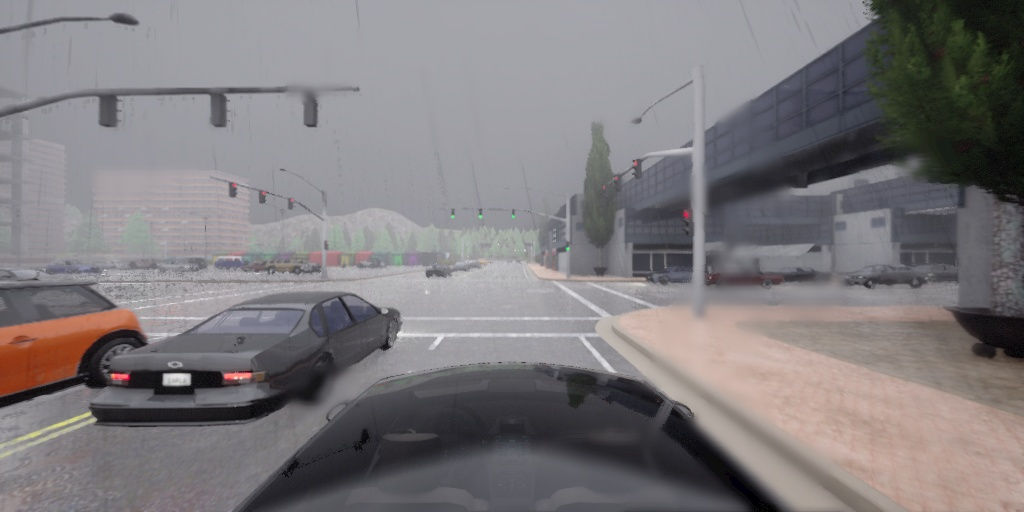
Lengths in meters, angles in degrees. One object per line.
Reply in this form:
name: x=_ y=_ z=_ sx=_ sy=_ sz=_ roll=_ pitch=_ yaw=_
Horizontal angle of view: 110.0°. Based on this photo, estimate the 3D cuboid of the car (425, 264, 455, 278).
car: x=-7.263 y=1.515 z=35.774 sx=1.895 sy=1.301 sz=4.718 roll=0 pitch=0 yaw=0

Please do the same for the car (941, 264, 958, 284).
car: x=31.330 y=1.376 z=26.852 sx=4.892 sy=1.490 sz=1.837 roll=0 pitch=0 yaw=0

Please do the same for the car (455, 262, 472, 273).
car: x=-7.031 y=1.505 z=49.395 sx=1.812 sy=1.442 sz=4.674 roll=0 pitch=0 yaw=2

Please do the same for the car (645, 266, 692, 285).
car: x=12.279 y=1.436 z=26.934 sx=4.181 sy=1.385 sz=1.994 roll=0 pitch=0 yaw=0

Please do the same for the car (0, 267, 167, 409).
car: x=-7.013 y=1.112 z=3.878 sx=2.097 sy=1.767 sz=4.553 roll=0 pitch=0 yaw=0

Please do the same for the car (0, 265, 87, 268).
car: x=-26.028 y=1.359 z=18.962 sx=4.674 sy=1.442 sz=1.812 roll=0 pitch=0 yaw=0

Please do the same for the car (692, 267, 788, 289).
car: x=14.767 y=1.456 z=23.424 sx=4.718 sy=1.301 sz=1.895 roll=0 pitch=0 yaw=0

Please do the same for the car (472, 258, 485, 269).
car: x=-6.562 y=1.597 z=63.945 sx=2.033 sy=1.411 sz=5.357 roll=0 pitch=0 yaw=2

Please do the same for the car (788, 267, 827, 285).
car: x=21.040 y=1.472 z=26.900 sx=4.718 sy=1.301 sz=1.895 roll=0 pitch=0 yaw=0

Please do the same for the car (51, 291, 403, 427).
car: x=-3.481 y=1.319 z=6.177 sx=2.033 sy=1.411 sz=5.357 roll=0 pitch=0 yaw=-1

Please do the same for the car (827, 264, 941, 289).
car: x=24.097 y=1.346 z=23.386 sx=4.902 sy=1.511 sz=2.128 roll=0 pitch=0 yaw=0
